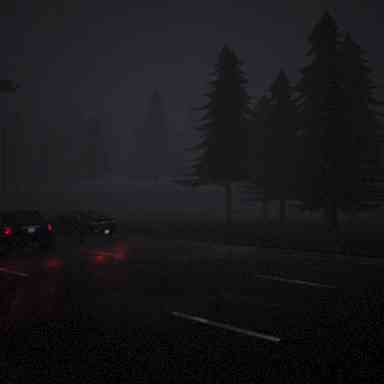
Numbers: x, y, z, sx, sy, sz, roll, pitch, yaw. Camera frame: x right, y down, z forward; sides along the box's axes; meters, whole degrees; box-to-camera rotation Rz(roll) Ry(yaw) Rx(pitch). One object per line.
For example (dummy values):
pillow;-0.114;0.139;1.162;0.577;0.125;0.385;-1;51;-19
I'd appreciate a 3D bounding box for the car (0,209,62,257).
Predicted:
car;-7.734;1.482;13.717;4.553;1.767;2.097;-1;-1;36

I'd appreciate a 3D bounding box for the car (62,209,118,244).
car;-5.852;1.626;16.679;4.902;1.511;2.128;-1;0;36
